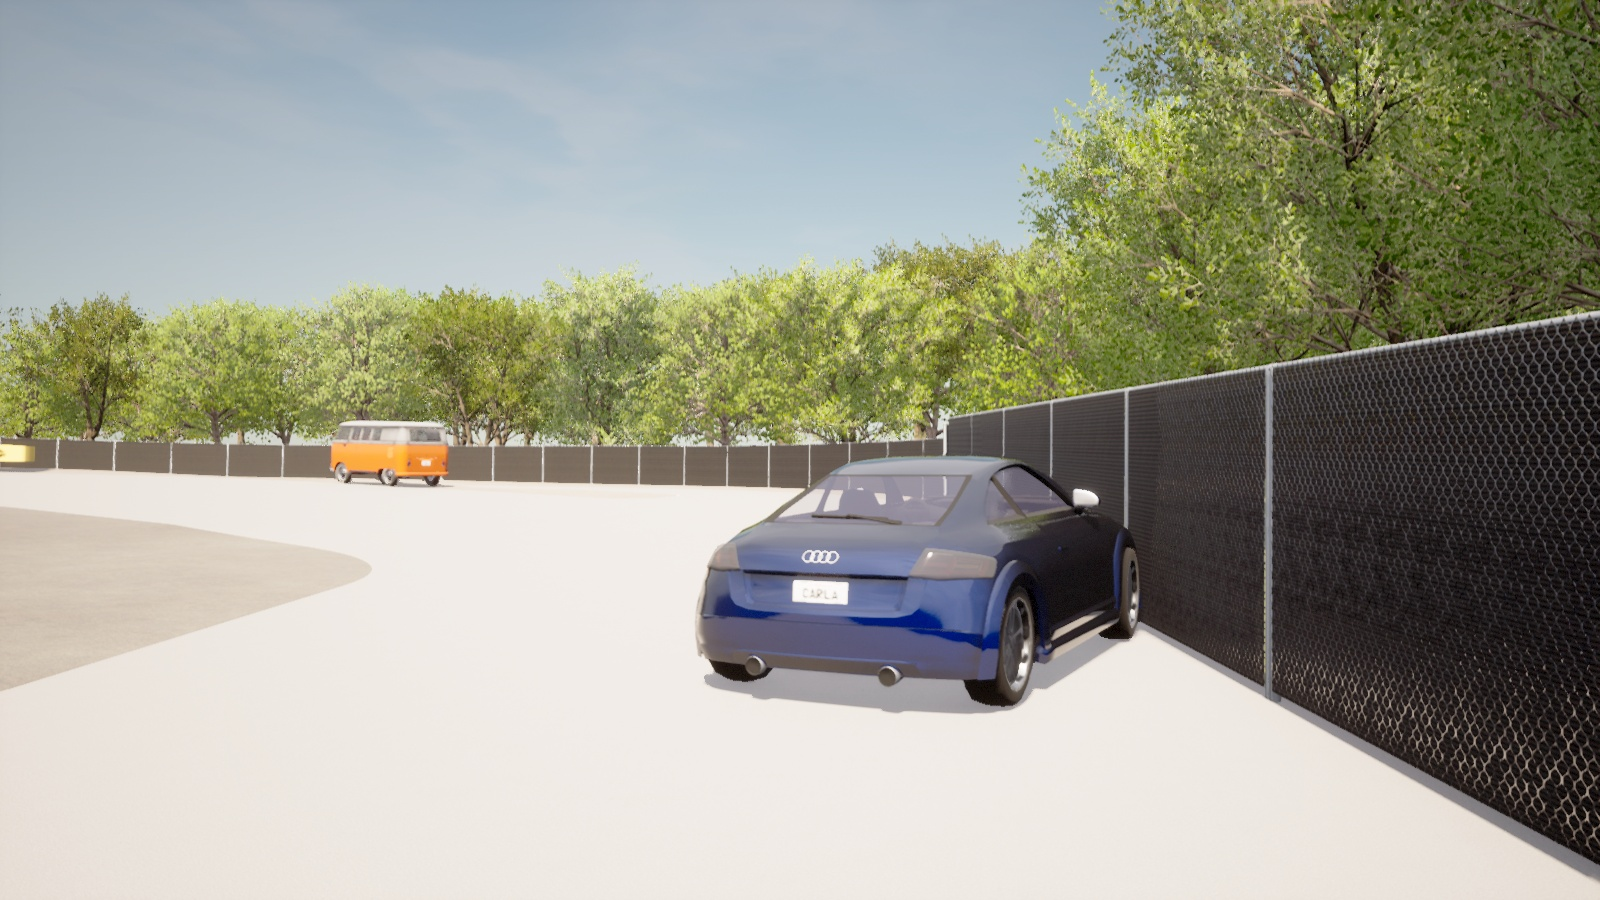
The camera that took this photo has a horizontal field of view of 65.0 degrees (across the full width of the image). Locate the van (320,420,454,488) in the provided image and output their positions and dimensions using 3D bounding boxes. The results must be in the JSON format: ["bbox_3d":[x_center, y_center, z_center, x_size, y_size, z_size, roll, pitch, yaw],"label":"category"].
[{"bbox_3d":[-12.896,0.091,39.096,4.442,1.987,1.775,1,0,39],"label":"van"}]

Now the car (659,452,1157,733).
[{"bbox_3d":[1.027,0.734,8.710,1.994,1.385,4.181,0,0,27],"label":"car"}]
